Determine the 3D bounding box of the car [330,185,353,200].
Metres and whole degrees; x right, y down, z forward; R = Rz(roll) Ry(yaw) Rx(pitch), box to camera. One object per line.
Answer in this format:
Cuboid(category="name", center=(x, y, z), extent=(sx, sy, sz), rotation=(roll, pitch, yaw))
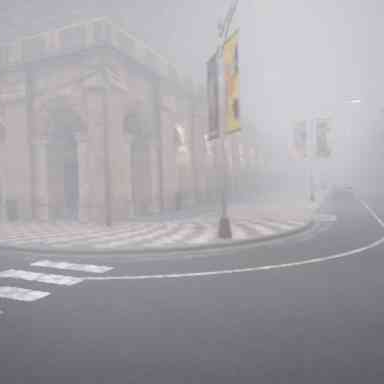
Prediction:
Cuboid(category="car", center=(13.759, 0.004, 30.608), extent=(1.895, 1.301, 4.718), rotation=(-1, 2, 24))
